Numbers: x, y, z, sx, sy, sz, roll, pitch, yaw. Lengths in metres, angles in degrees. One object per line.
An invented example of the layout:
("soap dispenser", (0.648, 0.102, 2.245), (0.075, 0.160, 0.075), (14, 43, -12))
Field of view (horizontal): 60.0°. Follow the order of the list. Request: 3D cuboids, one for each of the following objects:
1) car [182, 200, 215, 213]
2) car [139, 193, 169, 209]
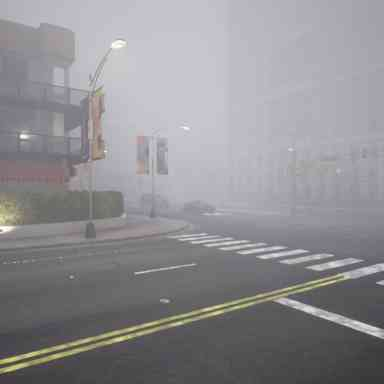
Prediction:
("car", (0.701, 1.564, 36.686), (1.994, 1.385, 4.181), (0, 0, -35))
("car", (-5.237, 1.221, 45.321), (2.150, 2.045, 5.566), (0, 0, -35))
